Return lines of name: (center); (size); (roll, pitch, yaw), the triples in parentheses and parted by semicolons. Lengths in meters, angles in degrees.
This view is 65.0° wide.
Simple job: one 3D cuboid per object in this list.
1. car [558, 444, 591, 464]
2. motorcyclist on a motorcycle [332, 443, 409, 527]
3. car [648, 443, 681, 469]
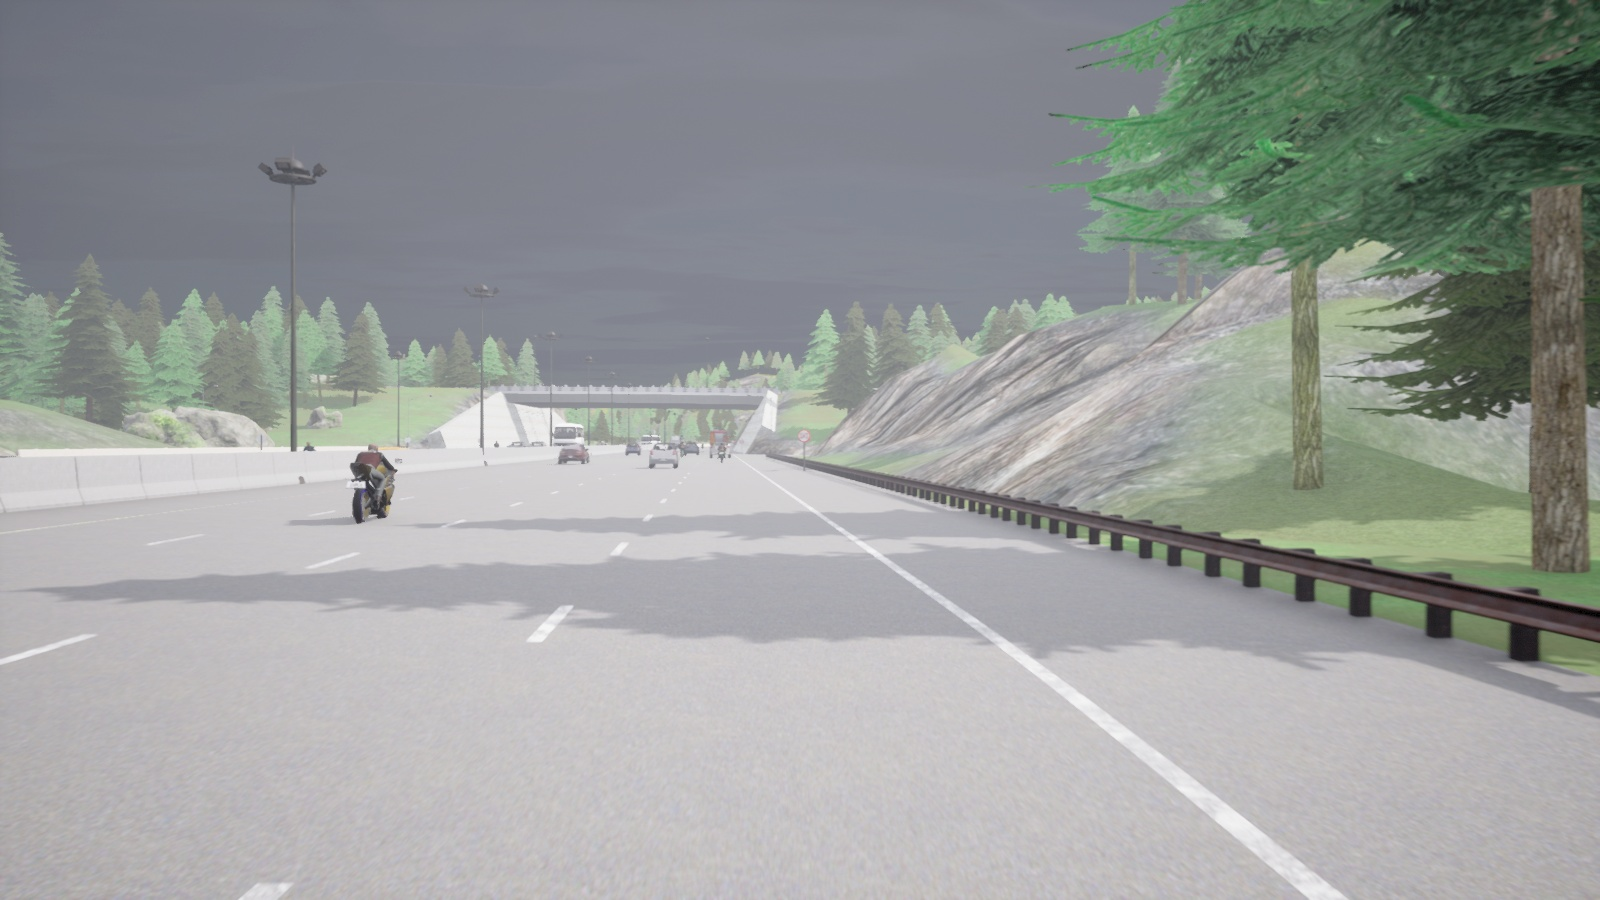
car: (-16.067, 0.260, 89.598); (1.812, 1.442, 4.674); (0, 0, -4)
motorcyclist on a motorcycle: (-8.238, 0.640, 24.184); (0.866, 1.530, 2.191); (0, 0, -4)
car: (-8.103, 0.335, 75.228); (1.845, 1.501, 3.633); (0, 0, -4)
